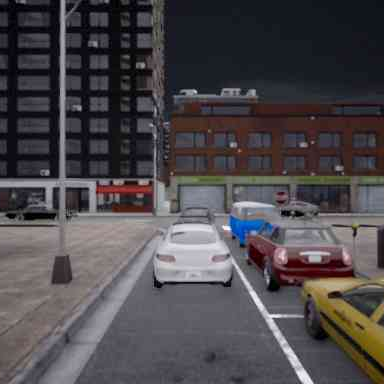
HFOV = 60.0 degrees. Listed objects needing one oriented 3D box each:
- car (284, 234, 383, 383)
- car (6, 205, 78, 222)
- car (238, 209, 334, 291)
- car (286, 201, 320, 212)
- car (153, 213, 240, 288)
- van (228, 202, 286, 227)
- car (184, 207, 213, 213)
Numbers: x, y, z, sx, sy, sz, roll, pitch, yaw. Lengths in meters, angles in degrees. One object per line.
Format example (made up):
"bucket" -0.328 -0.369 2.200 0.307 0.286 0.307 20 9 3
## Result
"car" 2.630 1.528 3.720 1.752 1.417 4.829 0 0 0
"car" -11.118 1.599 24.936 4.718 1.301 1.895 0 0 0
"car" 2.613 1.448 9.024 1.967 1.590 4.097 0 0 0
"car" 8.140 1.502 27.919 4.902 1.511 2.128 0 0 0
"car" 0.005 1.533 9.121 1.812 1.442 4.674 0 0 -1
"van" 2.595 1.353 14.499 1.690 1.788 3.998 0 0 0
"car" 0.374 1.559 19.031 2.033 1.411 5.357 0 0 7
